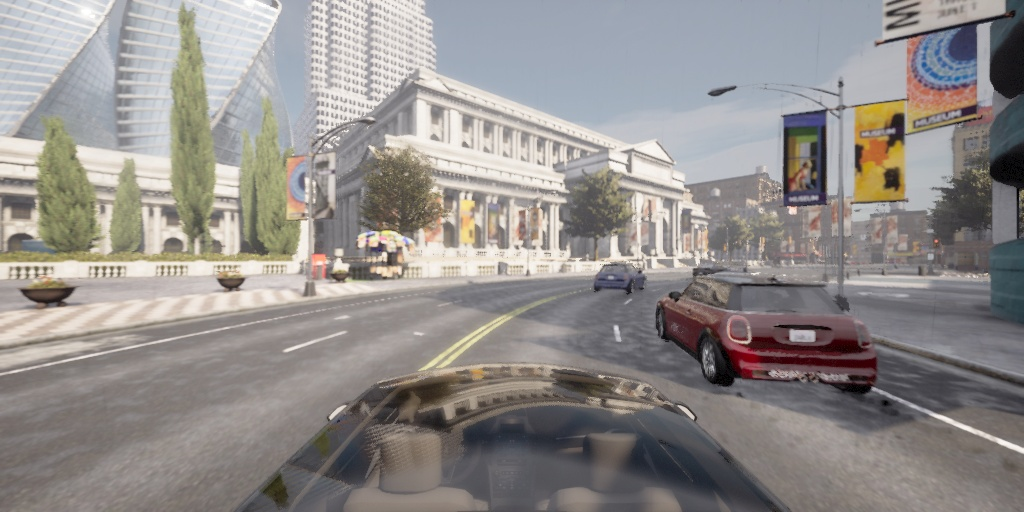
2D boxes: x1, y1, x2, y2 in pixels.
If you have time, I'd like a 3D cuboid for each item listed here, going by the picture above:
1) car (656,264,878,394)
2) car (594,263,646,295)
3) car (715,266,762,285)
[{"bbox_3d":[4.376,1.144,7.085,2.097,1.767,4.553,0,0,9],"label":"car"},{"bbox_3d":[6.520,1.213,21.319,2.097,1.767,4.553,0,0,32],"label":"car"},{"bbox_3d":[18.390,1.546,28.975,4.718,1.301,1.895,0,0,-40],"label":"car"}]
